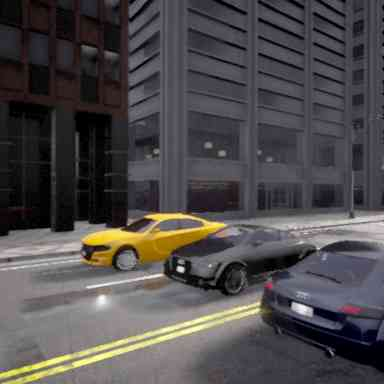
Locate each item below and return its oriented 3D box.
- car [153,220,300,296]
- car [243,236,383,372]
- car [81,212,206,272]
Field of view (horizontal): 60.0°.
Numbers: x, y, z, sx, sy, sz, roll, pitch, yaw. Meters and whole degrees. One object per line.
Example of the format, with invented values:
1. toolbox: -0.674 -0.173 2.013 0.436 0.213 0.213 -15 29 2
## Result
1. car: 1.370 1.555 8.650 4.181 1.385 1.994 0 0 -35
2. car: 3.122 1.556 5.664 4.181 1.385 1.994 0 0 -35
3. car: -1.043 1.470 10.922 5.008 1.535 1.882 0 0 -35
